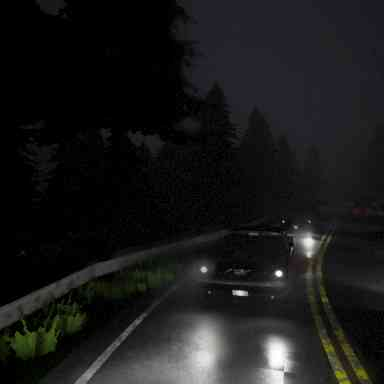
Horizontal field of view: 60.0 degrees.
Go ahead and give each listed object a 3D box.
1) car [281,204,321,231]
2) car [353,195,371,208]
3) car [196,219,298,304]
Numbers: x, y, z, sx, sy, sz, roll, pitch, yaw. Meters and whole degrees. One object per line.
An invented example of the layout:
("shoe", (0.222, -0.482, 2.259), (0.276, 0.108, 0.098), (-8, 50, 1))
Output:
("car", (6.667, 1.461, 20.054), (2.033, 1.411, 5.357), (-2, 0, 26))
("car", (20.622, 1.060, 40.236), (2.128, 1.511, 4.902), (-2, 0, 28))
("car", (1.586, 1.599, 8.413), (1.895, 1.301, 4.718), (-1, 0, 18))
